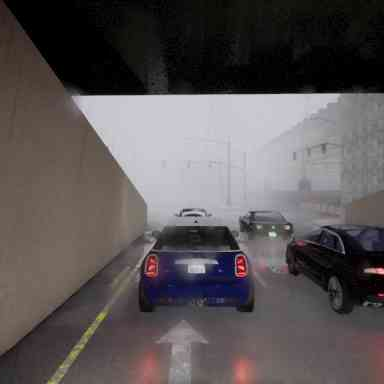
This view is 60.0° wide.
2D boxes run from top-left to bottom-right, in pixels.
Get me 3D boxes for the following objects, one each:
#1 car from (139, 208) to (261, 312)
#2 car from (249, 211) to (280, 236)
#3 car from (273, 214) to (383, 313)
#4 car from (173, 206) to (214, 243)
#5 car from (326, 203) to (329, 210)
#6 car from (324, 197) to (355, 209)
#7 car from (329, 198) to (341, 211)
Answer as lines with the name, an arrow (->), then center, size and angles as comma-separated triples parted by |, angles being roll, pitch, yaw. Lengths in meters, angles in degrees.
car -> 0.081, 1.352, 7.888 | 2.097, 1.767, 4.553 | 0, 0, 0
car -> 3.585, 1.601, 16.949 | 1.895, 1.301, 4.718 | 0, 0, 0
car -> 3.581, 1.491, 7.623 | 2.128, 1.511, 4.902 | 0, 0, 0
car -> 0.063, 1.526, 16.940 | 1.812, 1.442, 4.674 | 0, 0, 0
car -> 17.504, 1.452, 39.339 | 2.038, 1.542, 4.974 | 0, 0, 45
car -> 17.540, 1.295, 39.376 | 1.853, 1.218, 4.536 | 0, 0, 45
car -> 17.403, 1.452, 34.732 | 2.038, 1.542, 4.974 | 0, 0, -35
